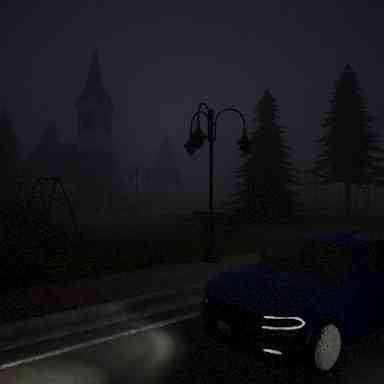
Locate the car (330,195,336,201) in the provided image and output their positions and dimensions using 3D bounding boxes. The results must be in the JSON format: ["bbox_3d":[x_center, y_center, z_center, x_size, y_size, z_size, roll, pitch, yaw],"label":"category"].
[{"bbox_3d":[29.814,1.346,75.349,2.152,1.636,5.027,0,0,-36],"label":"car"}]

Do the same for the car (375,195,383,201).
[{"bbox_3d":[43.904,1.335,76.173,1.845,1.501,3.633,0,0,-36],"label":"car"}]

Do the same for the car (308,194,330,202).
[{"bbox_3d":[27.317,1.355,73.450,2.007,1.523,4.514,0,0,-36],"label":"car"}]

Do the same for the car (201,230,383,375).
[{"bbox_3d":[2.423,1.482,5.770,5.008,1.535,1.882,0,0,-36],"label":"car"}]
